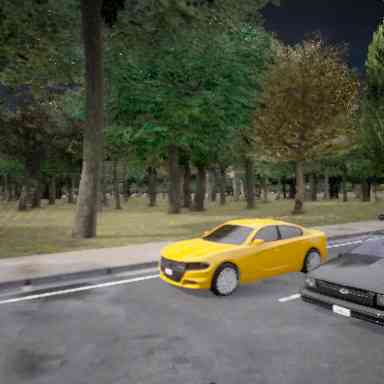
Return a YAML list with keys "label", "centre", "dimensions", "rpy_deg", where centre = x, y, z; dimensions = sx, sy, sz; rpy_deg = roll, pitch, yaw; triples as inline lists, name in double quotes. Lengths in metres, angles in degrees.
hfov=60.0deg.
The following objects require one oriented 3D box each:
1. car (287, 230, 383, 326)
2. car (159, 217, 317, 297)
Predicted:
- label: "car"
  centre: [4.598, 1.540, 6.966]
  dimensions: [5.357, 1.411, 2.033]
  rpy_deg: [0, 0, -36]
- label: "car"
  centre: [1.520, 1.472, 8.763]
  dimensions: [5.008, 1.535, 1.882]
  rpy_deg: [0, 0, -36]
